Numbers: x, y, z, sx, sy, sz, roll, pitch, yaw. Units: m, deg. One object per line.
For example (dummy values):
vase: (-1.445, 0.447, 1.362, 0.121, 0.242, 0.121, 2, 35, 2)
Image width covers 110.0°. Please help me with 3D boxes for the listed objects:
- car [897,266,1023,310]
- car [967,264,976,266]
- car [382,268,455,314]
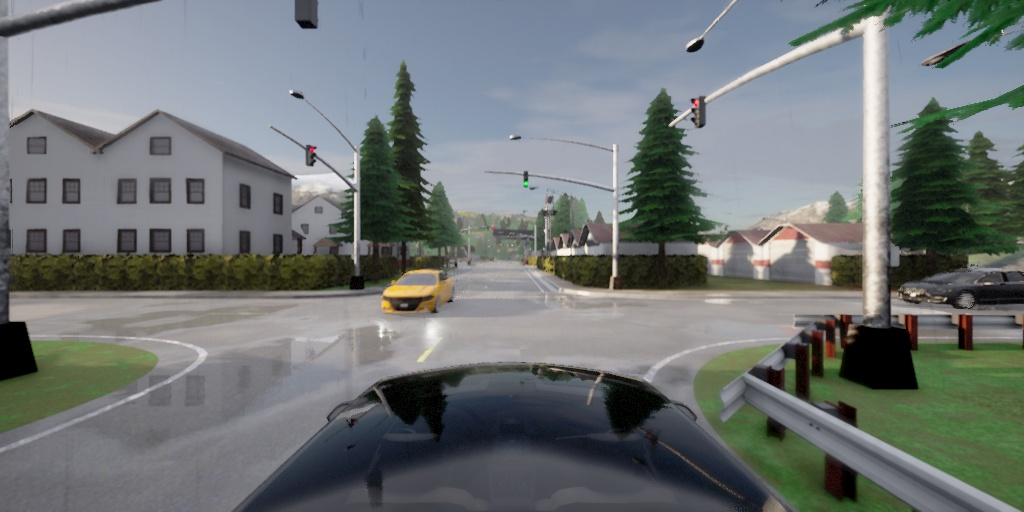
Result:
car: (18.155, 1.261, 14.097, 4.892, 1.490, 1.837, 0, 0, -1)
car: (33.641, 1.319, 26.765, 1.812, 1.442, 4.674, 0, 0, 2)
car: (-3.474, 1.292, 14.059, 1.882, 1.535, 5.008, 0, 1, 0)
